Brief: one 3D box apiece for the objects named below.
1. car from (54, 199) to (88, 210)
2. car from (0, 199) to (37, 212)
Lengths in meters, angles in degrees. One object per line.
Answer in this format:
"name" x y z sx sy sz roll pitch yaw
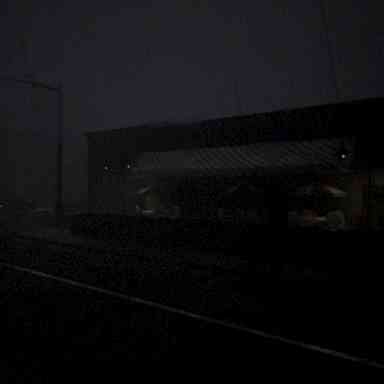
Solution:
"car" -13.935 1.496 39.896 1.895 1.301 4.718 0 0 30
"car" -19.408 1.448 37.050 1.994 1.385 4.181 0 0 19
